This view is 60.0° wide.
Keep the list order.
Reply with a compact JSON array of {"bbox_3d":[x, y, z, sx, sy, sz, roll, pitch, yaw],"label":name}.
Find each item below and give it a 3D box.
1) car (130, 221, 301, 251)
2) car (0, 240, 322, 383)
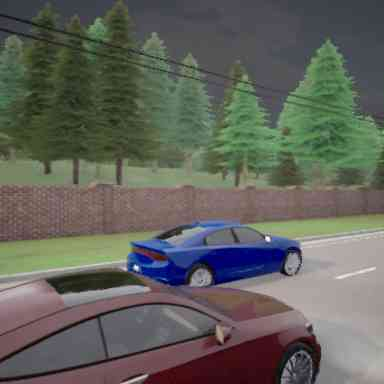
[{"bbox_3d":[0.812,1.490,8.625,5.008,1.535,1.882,0,0,-36],"label":"car"},{"bbox_3d":[-0.696,1.528,3.251,4.674,1.442,1.812,0,0,-35],"label":"car"}]
